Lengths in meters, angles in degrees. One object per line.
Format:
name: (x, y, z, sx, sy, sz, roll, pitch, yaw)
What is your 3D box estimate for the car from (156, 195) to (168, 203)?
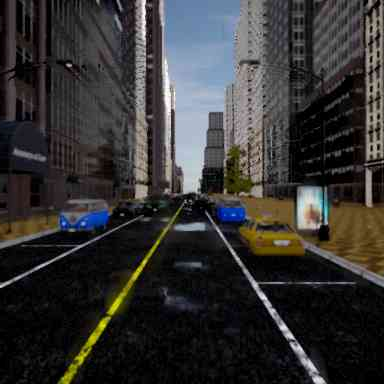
car: (-5.672, 1.365, 63.366, 2.008, 1.369, 4.403, 0, 0, 0)

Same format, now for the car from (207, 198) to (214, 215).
car: (2.702, 1.462, 29.209, 2.008, 1.369, 4.403, 0, 0, 0)

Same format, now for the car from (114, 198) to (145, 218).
car: (-5.678, 1.478, 29.232, 1.947, 1.339, 4.313, 0, 0, 0)

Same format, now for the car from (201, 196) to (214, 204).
car: (2.708, 1.380, 57.654, 2.008, 1.369, 4.403, 0, 0, 0)

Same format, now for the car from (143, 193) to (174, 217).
car: (-3.092, 1.129, 30.703, 2.150, 2.045, 5.566, 0, 0, 0)

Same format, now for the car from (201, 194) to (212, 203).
car: (2.709, 1.254, 63.341, 1.967, 1.590, 4.097, 0, 0, 0)

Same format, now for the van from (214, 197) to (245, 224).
van: (2.703, 1.269, 23.520, 1.690, 1.788, 3.998, 0, 0, 0)

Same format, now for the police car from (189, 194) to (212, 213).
police car: (0.907, 1.319, 35.266, 1.930, 1.638, 5.238, 0, 0, 0)

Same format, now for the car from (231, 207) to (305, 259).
car: (2.699, 1.487, 12.312, 1.752, 1.417, 4.829, 0, 0, 0)

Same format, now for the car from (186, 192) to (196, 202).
car: (0.014, 0.940, 68.309, 2.150, 2.045, 5.566, 0, 0, 0)

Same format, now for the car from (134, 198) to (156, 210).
car: (-5.676, 1.429, 40.610, 2.008, 1.369, 4.403, 0, 0, 0)

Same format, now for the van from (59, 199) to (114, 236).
van: (-5.678, 1.287, 17.852, 1.690, 1.788, 3.998, 0, 0, 0)

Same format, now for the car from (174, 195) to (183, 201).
car: (-2.987, 1.288, 71.262, 1.994, 1.385, 4.181, 0, 0, 0)

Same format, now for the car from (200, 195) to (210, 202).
car: (2.710, 1.342, 69.031, 1.887, 1.381, 4.507, 0, 0, 0)

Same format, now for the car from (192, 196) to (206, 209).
car: (0.909, 1.370, 45.157, 1.837, 1.490, 4.892, 0, 0, 0)

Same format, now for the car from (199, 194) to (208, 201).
car: (2.712, 1.317, 80.409, 2.008, 1.369, 4.403, 0, 0, 0)

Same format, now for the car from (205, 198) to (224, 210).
car: (2.705, 1.429, 40.587, 2.008, 1.369, 4.403, 0, 0, 0)

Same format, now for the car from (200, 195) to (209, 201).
car: (2.711, 1.364, 74.721, 1.802, 1.307, 4.206, 0, 0, 0)

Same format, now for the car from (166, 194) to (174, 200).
car: (-5.667, 1.297, 86.123, 1.887, 1.381, 4.507, 0, 0, 0)

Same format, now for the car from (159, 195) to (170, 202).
car: (-5.670, 1.343, 69.055, 1.887, 1.381, 4.507, 0, 0, 0)

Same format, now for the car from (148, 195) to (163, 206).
car: (-5.673, 1.286, 51.988, 1.967, 1.590, 4.097, 0, 0, 0)
